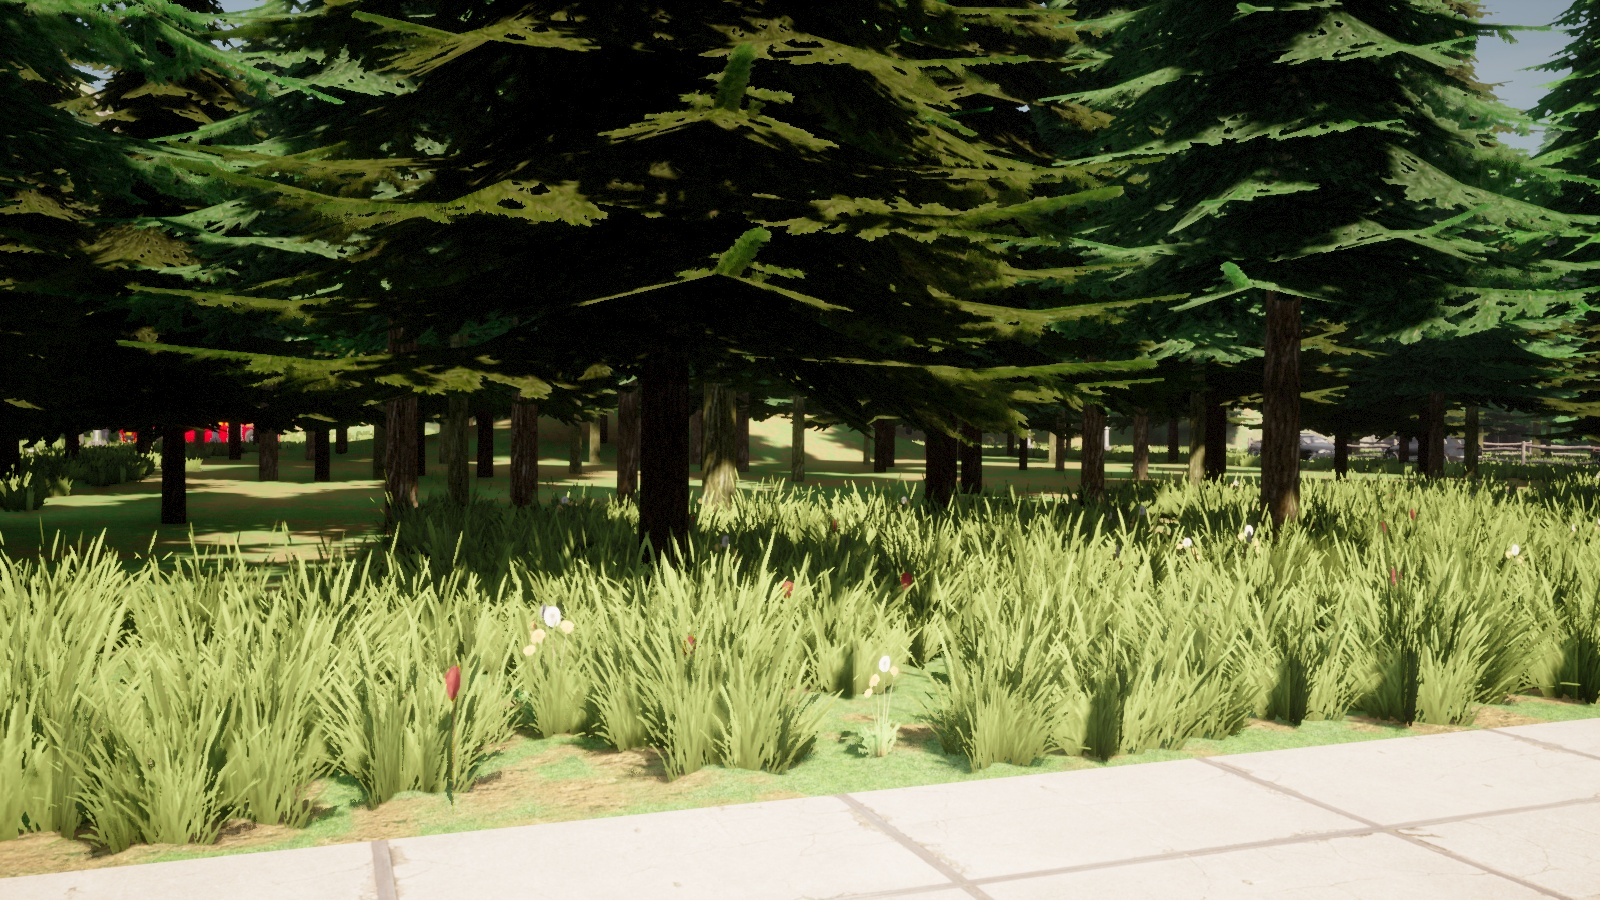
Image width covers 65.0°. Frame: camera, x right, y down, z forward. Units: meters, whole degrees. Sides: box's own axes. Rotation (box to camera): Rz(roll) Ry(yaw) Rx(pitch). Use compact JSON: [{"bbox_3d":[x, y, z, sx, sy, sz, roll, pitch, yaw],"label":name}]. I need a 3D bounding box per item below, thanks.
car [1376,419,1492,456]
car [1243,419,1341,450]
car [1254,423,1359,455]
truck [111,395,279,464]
[{"bbox_3d":[29.944,-0.590,59.509,2.033,1.649,4.856,-1,1,-20],"label":"car"},{"bbox_3d":[26.747,-0.852,68.436,2.152,1.651,5.027,-1,1,-20],"label":"car"},{"bbox_3d":[25.150,-0.562,62.551,2.128,1.511,4.902,-1,1,-20],"label":"car"},{"bbox_3d":[-35.417,-1.213,73.895,2.891,3.827,8.468,0,1,37],"label":"truck"}]
